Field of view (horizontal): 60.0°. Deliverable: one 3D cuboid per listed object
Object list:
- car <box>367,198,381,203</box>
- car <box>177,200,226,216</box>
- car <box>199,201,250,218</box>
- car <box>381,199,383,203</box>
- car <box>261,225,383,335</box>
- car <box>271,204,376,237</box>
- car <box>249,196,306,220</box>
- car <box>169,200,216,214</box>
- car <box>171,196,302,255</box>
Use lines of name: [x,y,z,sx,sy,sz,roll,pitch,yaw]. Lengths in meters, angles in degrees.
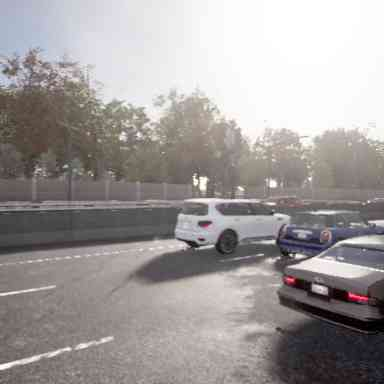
car: [35.756,1.998,64.456,4.892,1.490,1.837,1,0,-36]
car: [1.040,1.650,35.048,5.008,1.535,1.882,0,0,-36]
car: [3.218,1.646,32.305,5.008,1.535,1.882,1,0,-36]
car: [37.812,2.018,61.624,4.902,1.511,2.128,1,0,-36]
car: [4.045,1.595,6.713,5.357,1.411,2.033,0,0,-36]
car: [5.254,1.430,11.914,4.553,1.767,2.097,0,0,-36]
car: [8.180,1.407,31.581,5.566,2.045,2.150,0,0,-36]
car: [0.112,1.734,38.701,5.357,1.411,2.033,0,0,-36]
car: [1.946,1.295,13.837,5.566,2.045,2.150,0,0,-36]
